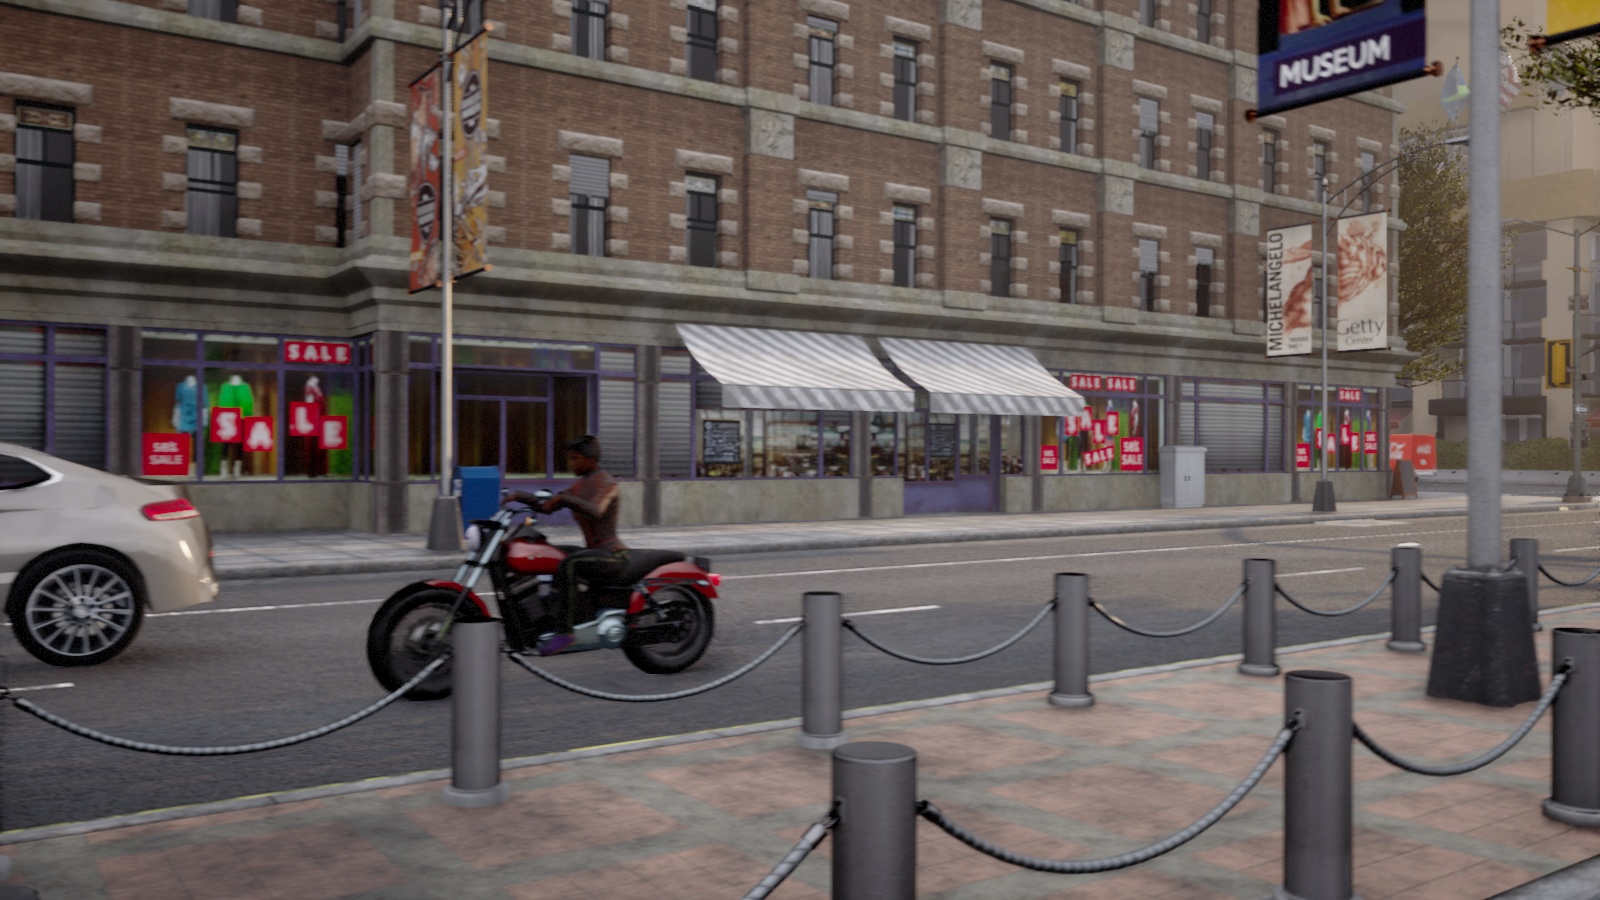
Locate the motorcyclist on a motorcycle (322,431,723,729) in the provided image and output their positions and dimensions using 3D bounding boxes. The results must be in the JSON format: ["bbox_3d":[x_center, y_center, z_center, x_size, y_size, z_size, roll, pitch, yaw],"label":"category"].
[{"bbox_3d":[-1.697,0.718,7.934,2.350,1.649,0.766,0,0,-34],"label":"motorcyclist on a motorcycle"}]

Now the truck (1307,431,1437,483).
[{"bbox_3d":[28.111,0.340,61.844,2.627,2.467,5.204,0,0,-35],"label":"truck"}]

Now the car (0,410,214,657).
[{"bbox_3d":[-6.938,0.559,8.581,5.027,1.651,2.152,0,0,-35],"label":"car"}]
